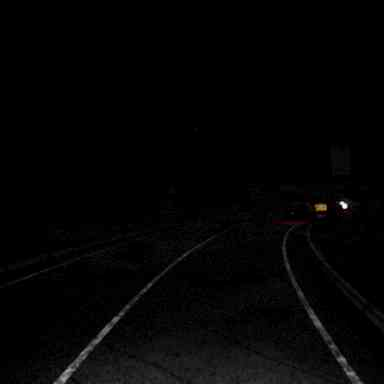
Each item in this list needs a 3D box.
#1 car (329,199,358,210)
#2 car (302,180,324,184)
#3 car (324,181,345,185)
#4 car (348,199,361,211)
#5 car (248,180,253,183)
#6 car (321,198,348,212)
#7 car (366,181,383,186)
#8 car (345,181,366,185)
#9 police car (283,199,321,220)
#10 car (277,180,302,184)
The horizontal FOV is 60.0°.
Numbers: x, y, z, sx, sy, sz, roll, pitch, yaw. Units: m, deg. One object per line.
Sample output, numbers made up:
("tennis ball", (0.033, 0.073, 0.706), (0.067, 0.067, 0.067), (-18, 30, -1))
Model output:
("car", (22.089, 1.824, 48.437), (4.181, 1.385, 1.994), (0, -4, -36))
("car", (28.014, -2.078, 79.331), (4.892, 1.521, 2.231), (1, -5, -9))
("car", (33.485, -1.939, 80.246), (4.674, 1.452, 2.002), (1, -5, -10))
("car", (18.515, 1.519, 39.768), (4.674, 1.442, 1.812), (0, -3, -44))
("car", (11.731, -2.397, 76.930), (4.553, 1.767, 2.185), (1, -5, -8))
("car", (14.710, 1.446, 35.740), (1.801, 1.575, 5.366), (-4, -2, 40))
("car", (44.338, -1.865, 82.440), (4.553, 1.767, 2.185), (1, -5, -12))
("car", (38.935, -1.864, 81.284), (5.008, 1.535, 2.097), (1, -5, -11))
("police car", (9.089, 1.411, 27.918), (1.930, 1.638, 5.238), (-2, -1, 31))
("car", (22.555, -2.152, 78.518), (4.892, 1.521, 2.231), (1, -5, -8))
